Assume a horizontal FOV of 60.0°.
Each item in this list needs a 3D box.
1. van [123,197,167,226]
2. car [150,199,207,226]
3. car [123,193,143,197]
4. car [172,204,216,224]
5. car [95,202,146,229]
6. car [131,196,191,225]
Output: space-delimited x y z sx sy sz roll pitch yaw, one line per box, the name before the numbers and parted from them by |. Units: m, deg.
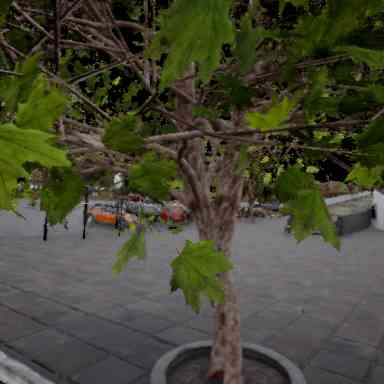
van | -5.129 1.978 31.430 4.442 1.987 1.878 7 3 16
car | -1.440 2.146 36.255 5.566 2.045 2.435 7 3 16
car | -9.447 0.879 53.945 1.882 1.535 5.008 7 3 36
car | 0.258 2.518 38.713 4.674 1.452 2.002 7 2 16
car | -6.852 1.998 28.999 4.553 1.767 2.185 7 3 16
car | -3.266 2.052 33.829 5.566 2.045 2.435 7 3 16
